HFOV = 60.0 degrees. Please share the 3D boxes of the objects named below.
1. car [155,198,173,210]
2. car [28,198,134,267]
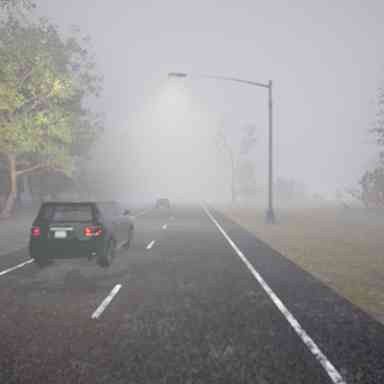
[{"bbox_3d":[-3.508,1.483,41.504,1.837,1.490,4.892,0,0,0],"label":"car"},{"bbox_3d":[-3.501,1.221,11.552,2.150,2.045,5.566,0,0,0],"label":"car"}]
